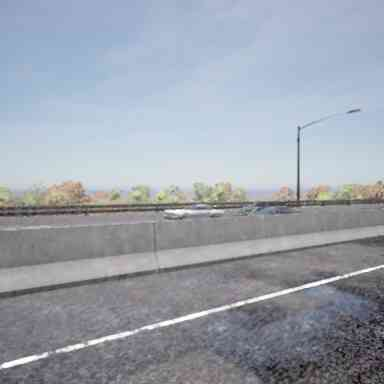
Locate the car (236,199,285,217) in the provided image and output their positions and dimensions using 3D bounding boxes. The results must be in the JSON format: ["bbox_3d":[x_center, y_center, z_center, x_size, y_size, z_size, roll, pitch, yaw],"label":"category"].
[{"bbox_3d":[5.422,1.392,25.047,4.553,1.767,2.097,0,0,-35],"label":"car"}]

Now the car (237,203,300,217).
[{"bbox_3d":[5.135,1.598,20.546,4.181,1.385,1.994,0,0,-35],"label":"car"}]

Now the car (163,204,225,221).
[{"bbox_3d":[0.153,1.628,25.592,4.718,1.301,1.895,0,0,-35],"label":"car"}]
